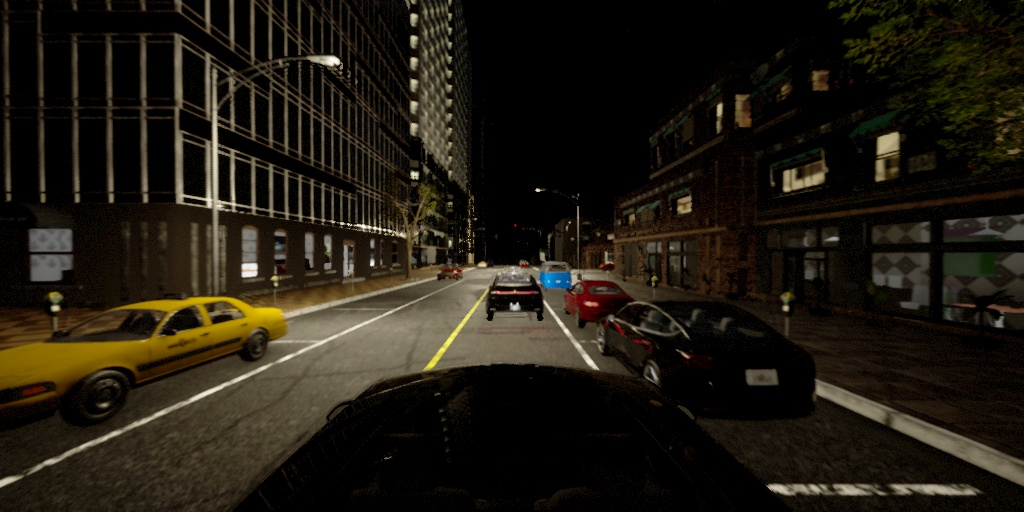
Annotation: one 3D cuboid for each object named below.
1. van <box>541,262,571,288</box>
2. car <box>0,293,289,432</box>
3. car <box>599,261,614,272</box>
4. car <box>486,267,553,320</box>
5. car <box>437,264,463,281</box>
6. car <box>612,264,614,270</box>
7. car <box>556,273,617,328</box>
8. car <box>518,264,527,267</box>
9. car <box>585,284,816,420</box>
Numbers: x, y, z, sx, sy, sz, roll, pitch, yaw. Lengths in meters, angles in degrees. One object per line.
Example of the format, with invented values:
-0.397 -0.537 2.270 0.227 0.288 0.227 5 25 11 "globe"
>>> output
2.667 1.251 22.514 1.690 1.789 3.998 0 0 0 "van"
-5.696 1.308 5.744 1.751 1.417 4.829 0 0 0 "car"
16.458 1.597 56.865 5.009 1.841 2.192 0 0 1 "car"
0.088 1.330 13.074 2.128 1.511 4.902 0 0 0 "car"
-5.726 1.436 33.588 1.967 1.591 4.097 0 0 0 "car"
16.361 1.912 48.485 4.313 1.339 1.948 0 0 1 "car"
2.679 1.407 11.446 1.802 1.307 4.207 0 0 0 "car"
0.069 1.579 31.372 1.895 1.301 4.718 0 0 0 "car"
2.684 1.348 5.911 1.948 1.339 4.313 0 0 0 "car"
